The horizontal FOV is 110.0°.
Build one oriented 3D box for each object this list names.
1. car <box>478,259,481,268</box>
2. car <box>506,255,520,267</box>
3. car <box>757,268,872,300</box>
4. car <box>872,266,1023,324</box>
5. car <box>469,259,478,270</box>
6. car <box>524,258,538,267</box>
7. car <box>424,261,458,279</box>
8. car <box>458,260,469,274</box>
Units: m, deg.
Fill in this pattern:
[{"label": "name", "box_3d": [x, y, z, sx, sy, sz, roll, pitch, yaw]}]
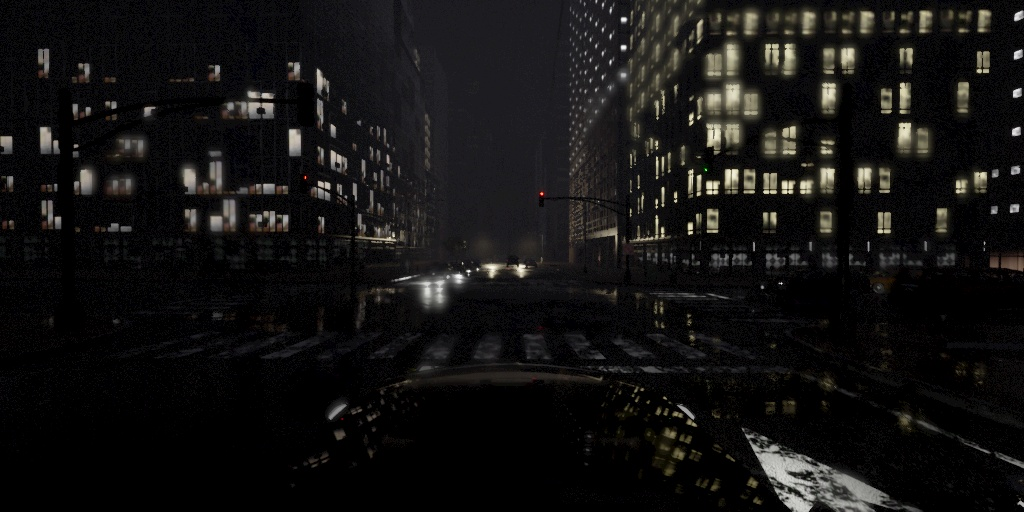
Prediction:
[{"label": "car", "box_3d": [-6.419, 1.182, 61.737, 1.882, 1.535, 5.008, 0, 0, 1]}, {"label": "car", "box_3d": [0.144, 0.925, 62.873, 2.150, 2.045, 5.566, 0, 0, 0]}, {"label": "car", "box_3d": [15.279, 1.357, 18.270, 4.902, 1.511, 2.128, 1, 1, 2]}, {"label": "car", "box_3d": [16.215, 1.281, 12.439, 5.009, 1.841, 2.192, 0, 0, 1]}, {"label": "car", "box_3d": [-6.479, 1.263, 51.397, 2.033, 1.411, 5.357, 0, 0, 0]}, {"label": "car", "box_3d": [3.395, 1.228, 63.253, 1.812, 1.442, 4.674, 0, 0, 0]}, {"label": "car", "box_3d": [-6.533, 1.225, 32.344, 2.128, 1.511, 4.902, 0, 0, 0]}, {"label": "car", "box_3d": [-6.510, 1.326, 41.626, 1.895, 1.301, 4.718, 0, 0, 0]}]
